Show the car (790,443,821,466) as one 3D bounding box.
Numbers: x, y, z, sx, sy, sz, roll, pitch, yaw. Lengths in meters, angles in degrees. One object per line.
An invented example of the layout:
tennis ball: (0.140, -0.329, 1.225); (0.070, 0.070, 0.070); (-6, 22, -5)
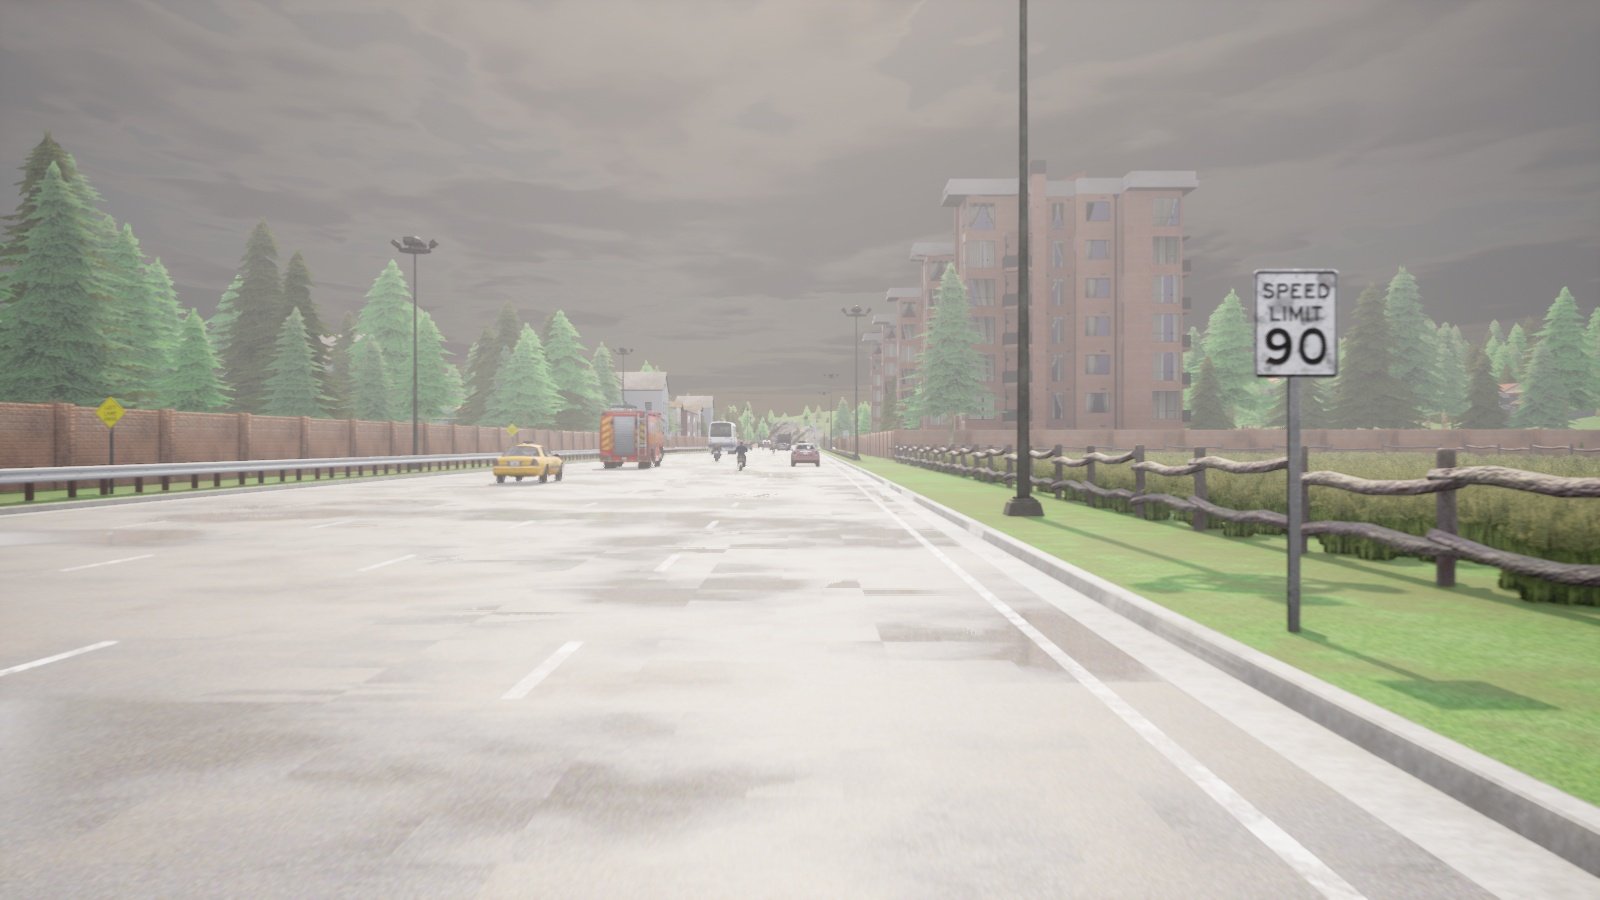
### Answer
car: (0.349, 0.251, 81.757); (1.970, 1.475, 3.806); (0, 0, 0)

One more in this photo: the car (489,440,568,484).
car: (-10.215, 0.409, 47.562); (1.801, 1.575, 5.366); (0, 0, 0)

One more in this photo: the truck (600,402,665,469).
truck: (-10.149, -0.860, 76.910); (2.891, 3.827, 8.468); (0, 0, 0)
